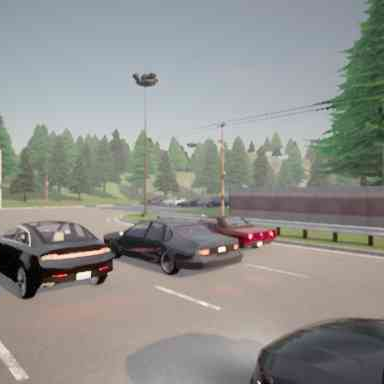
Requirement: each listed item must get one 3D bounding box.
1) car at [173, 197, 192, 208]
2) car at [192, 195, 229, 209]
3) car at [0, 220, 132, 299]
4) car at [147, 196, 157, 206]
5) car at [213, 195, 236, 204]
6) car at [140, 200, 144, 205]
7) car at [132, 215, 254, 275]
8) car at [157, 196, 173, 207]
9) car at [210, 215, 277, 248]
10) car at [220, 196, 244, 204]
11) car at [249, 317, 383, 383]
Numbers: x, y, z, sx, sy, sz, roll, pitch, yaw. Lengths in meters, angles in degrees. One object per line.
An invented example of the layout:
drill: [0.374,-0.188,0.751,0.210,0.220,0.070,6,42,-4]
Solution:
car: [0.310,1.538,47.707,5.357,1.411,2.033,0,0,-42]
car: [2.750,1.343,45.190,4.553,1.767,2.097,0,0,-42]
car: [-3.830,1.490,8.589,2.128,1.511,4.902,0,0,-42]
car: [-4.257,1.481,53.010,4.902,1.511,2.128,0,0,-42]
car: [6.596,1.491,67.343,4.892,1.490,1.837,-1,0,-42]
car: [-6.368,1.467,55.814,5.008,1.535,1.882,0,0,-42]
car: [-0.901,1.545,10.558,2.033,1.411,5.357,0,0,-42]
car: [-2.499,1.516,49.885,4.674,1.442,1.812,0,0,-42]
car: [0.974,1.598,13.719,1.895,1.301,4.718,0,0,-42]
car: [7.647,1.492,63.640,4.892,1.490,1.837,0,0,-41]
car: [2.525,1.502,1.731,1.837,1.490,4.892,0,-1,-42]
